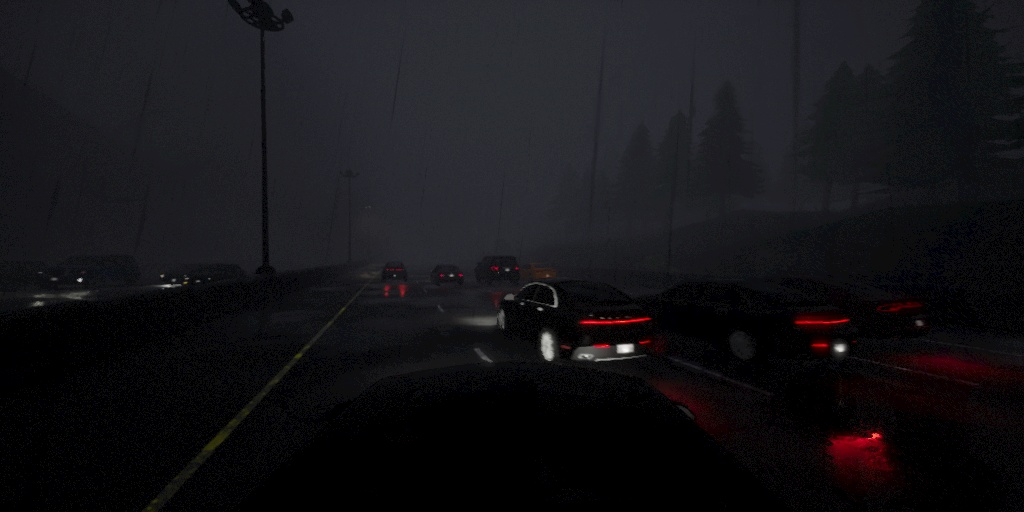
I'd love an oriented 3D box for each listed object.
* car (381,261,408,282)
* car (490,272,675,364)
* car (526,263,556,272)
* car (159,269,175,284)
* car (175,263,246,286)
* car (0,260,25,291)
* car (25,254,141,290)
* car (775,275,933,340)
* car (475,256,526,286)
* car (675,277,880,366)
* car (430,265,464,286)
[{"bbox_3d":[-9.459,1.253,28.908,2.128,1.511,4.902,0,0,-18],"label":"car"},{"bbox_3d":[1.074,1.267,8.091,1.837,1.490,4.892,0,-1,-18],"label":"car"},{"bbox_3d":[1.795,1.278,28.298,1.882,1.535,5.008,0,0,-18],"label":"car"},{"bbox_3d":[-23.709,1.256,26.790,2.033,1.411,5.357,0,0,-18],"label":"car"},{"bbox_3d":[-18.719,1.225,22.824,1.837,1.490,4.892,0,0,-18],"label":"car"},{"bbox_3d":[-29.020,1.032,20.540,2.097,1.767,4.553,0,0,-18],"label":"car"},{"bbox_3d":[-25.898,0.915,22.246,2.150,2.045,5.566,0,0,-18],"label":"car"},{"bbox_3d":[7.839,1.268,9.927,1.882,1.535,5.008,0,0,-18],"label":"car"},{"bbox_3d":[-1.156,1.007,26.072,2.150,2.045,5.566,0,0,-18],"label":"car"},{"bbox_3d":[4.704,1.282,8.256,1.837,1.490,4.892,0,0,-18],"label":"car"},{"bbox_3d":[-4.732,1.320,25.738,2.033,1.411,5.357,0,0,-18],"label":"car"}]
